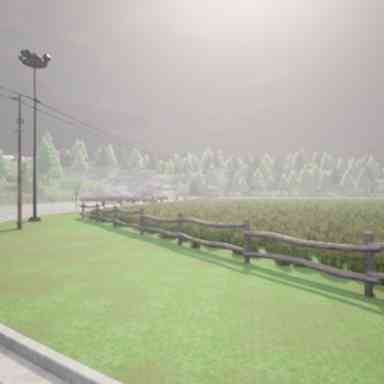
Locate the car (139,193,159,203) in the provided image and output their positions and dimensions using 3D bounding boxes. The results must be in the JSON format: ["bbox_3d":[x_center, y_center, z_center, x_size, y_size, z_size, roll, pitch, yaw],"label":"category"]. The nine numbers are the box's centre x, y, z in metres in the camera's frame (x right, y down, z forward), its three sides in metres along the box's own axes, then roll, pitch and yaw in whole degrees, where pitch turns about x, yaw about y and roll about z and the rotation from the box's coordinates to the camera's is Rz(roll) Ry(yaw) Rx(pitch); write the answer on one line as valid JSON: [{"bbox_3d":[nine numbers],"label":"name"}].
[{"bbox_3d":[-9.266,1.505,71.441,1.812,1.442,4.674,0,0,10],"label":"car"}]

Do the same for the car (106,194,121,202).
[{"bbox_3d":[-16.254,1.478,72.126,1.837,1.490,4.892,0,0,10],"label":"car"}]

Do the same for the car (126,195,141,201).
[{"bbox_3d":[-14.420,1.369,82.383,2.033,1.411,5.357,0,0,10],"label":"car"}]

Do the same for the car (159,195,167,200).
[{"bbox_3d":[-7.529,1.353,81.151,1.812,1.442,4.674,0,0,10],"label":"car"}]

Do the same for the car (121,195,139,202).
[{"bbox_3d":[-12.809,1.456,71.510,1.882,1.535,5.008,0,0,10],"label":"car"}]

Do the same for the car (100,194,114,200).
[{"bbox_3d":[-21.310,1.353,83.616,1.812,1.442,4.674,0,0,10],"label":"car"}]

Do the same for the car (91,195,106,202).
[{"bbox_3d":[-19.615,1.334,73.216,2.097,1.767,4.553,0,0,10],"label":"car"}]

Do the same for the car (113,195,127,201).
[{"bbox_3d":[-17.865,1.381,82.999,1.994,1.385,4.181,0,0,10],"label":"car"}]

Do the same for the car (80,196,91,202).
[{"bbox_3d":[-23.072,1.541,73.769,1.994,1.385,4.181,0,0,10],"label":"car"}]
